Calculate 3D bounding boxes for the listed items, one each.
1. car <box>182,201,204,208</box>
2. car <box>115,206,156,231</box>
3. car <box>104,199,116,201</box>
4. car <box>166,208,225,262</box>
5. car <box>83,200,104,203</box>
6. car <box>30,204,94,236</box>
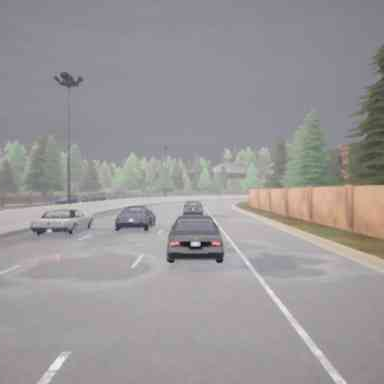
[{"bbox_3d":[0.099,1.504,30.509,2.033,1.411,5.357,0,0,0],"label":"car"},{"bbox_3d":[-3.402,1.535,20.595,1.994,1.385,4.181,0,0,0],"label":"car"},{"bbox_3d":[-12.651,1.485,56.238,1.994,1.385,4.181,0,0,9],"label":"car"},{"bbox_3d":[0.100,1.530,11.996,2.033,1.411,5.357,0,0,0],"label":"car"},{"bbox_3d":[-16.362,1.144,55.342,2.150,2.045,5.566,0,0,8],"label":"car"},{"bbox_3d":[-6.900,1.575,18.309,1.895,1.301,4.718,0,0,0],"label":"car"}]
